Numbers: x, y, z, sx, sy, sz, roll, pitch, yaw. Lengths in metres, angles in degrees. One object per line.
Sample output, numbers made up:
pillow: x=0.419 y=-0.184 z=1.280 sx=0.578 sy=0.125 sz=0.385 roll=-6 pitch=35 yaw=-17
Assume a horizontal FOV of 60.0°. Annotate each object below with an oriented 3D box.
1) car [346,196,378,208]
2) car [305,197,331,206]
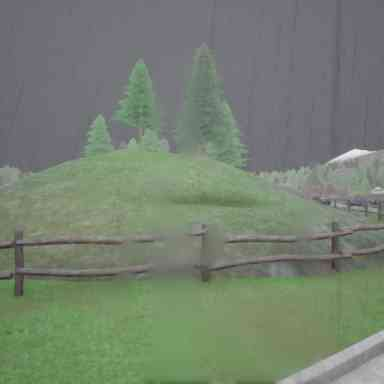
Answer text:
car: x=24.825 y=1.352 z=48.726 sx=2.097 sy=1.767 sz=4.553 roll=0 pitch=0 yaw=-16
car: x=20.061 y=1.505 z=53.074 sx=1.837 sy=1.490 sz=4.892 roll=0 pitch=0 yaw=-15
